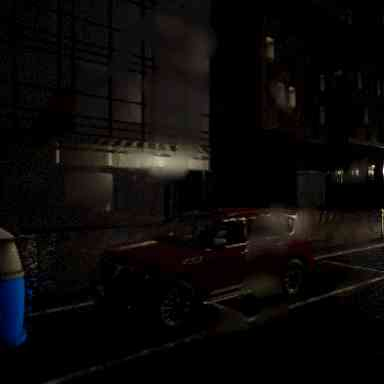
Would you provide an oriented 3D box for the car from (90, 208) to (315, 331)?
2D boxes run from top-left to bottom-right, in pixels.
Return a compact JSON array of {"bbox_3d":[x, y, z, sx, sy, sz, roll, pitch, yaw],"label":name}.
[{"bbox_3d":[0.516,1.306,7.028,5.009,1.841,2.192,0,0,-36],"label":"car"}]

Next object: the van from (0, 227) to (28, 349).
[{"bbox_3d":[-4.043,1.344,3.760,3.998,1.788,1.690,0,0,-36],"label":"van"}]
